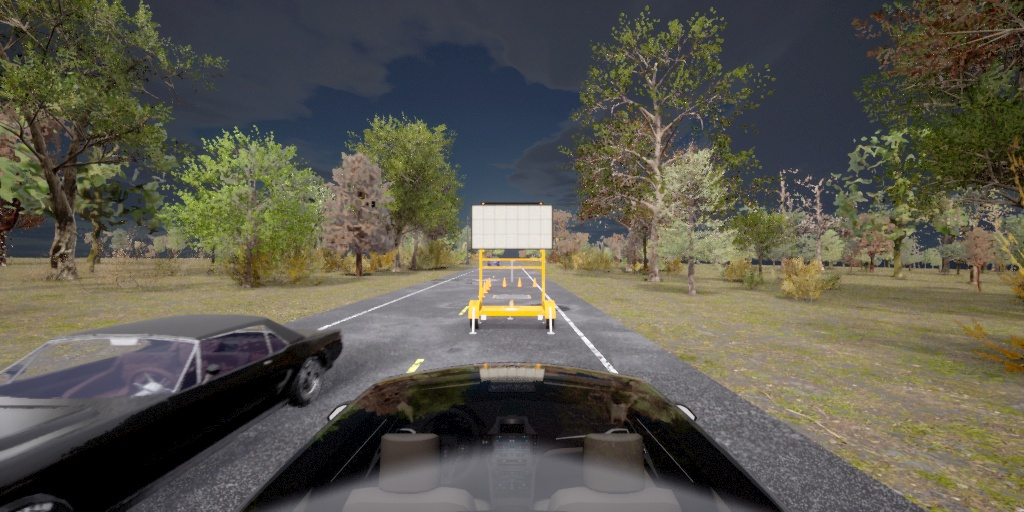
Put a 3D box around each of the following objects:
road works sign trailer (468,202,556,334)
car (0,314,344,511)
[{"bbox_3d":[0.003,0.218,10.598,2.380,3.560,2.880,0,0,0],"label":"road works sign trailer"},{"bbox_3d":[-3.601,1.351,3.462,1.895,1.301,4.718,0,0,0],"label":"car"}]
